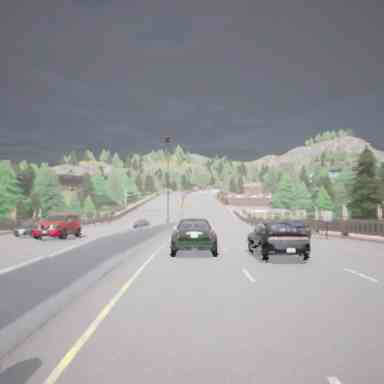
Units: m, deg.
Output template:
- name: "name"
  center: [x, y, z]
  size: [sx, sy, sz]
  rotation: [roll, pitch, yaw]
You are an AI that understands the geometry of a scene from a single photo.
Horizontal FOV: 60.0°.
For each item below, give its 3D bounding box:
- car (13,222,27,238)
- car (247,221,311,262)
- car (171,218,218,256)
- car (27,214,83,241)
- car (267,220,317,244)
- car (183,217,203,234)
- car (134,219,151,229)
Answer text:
- name: "car"
  center: [-14.060, 3.270, 29.847]
  size: [2.128, 1.511, 4.902]
  rotation: [0, -5, 0]
- name: "car"
  center: [3.601, 2.074, 14.517]
  size: [2.128, 1.511, 4.902]
  rotation: [0, -4, 0]
- name: "car"
  center: [0.101, 2.077, 16.461]
  size: [2.097, 1.767, 4.553]
  rotation: [0, -4, 0]
- name: "car"
  center: [-10.566, 2.749, 26.648]
  size: [2.150, 2.045, 5.566]
  rotation: [0, -5, 0]
- name: "car"
  center: [7.101, 2.831, 24.282]
  size: [2.128, 1.511, 4.902]
  rotation: [0, -4, 0]
- name: "car"
  center: [0.101, 3.623, 36.201]
  size: [2.097, 1.767, 4.553]
  rotation: [0, -5, 0]
- name: "car"
  center: [-7.017, 4.632, 47.463]
  size: [1.882, 1.535, 5.008]
  rotation: [0, -5, 0]
